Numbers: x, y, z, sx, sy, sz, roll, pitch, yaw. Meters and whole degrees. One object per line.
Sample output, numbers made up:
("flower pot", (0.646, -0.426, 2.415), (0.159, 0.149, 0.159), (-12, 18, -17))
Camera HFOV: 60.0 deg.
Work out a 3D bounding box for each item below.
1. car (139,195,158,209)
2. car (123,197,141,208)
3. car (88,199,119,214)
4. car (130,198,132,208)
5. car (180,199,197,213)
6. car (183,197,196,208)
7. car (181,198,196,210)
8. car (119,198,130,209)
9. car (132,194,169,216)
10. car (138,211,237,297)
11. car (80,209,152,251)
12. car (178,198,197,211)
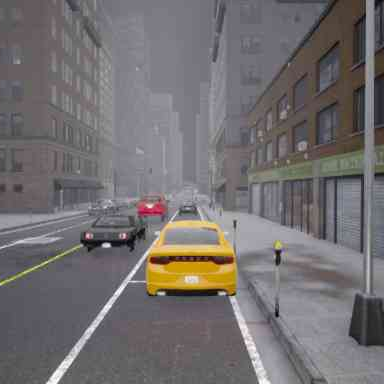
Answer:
("car", (-6.145, 1.376, 47.253), (2.097, 1.767, 4.553), (0, 0, 0))
("car", (-8.918, 1.550, 49.600), (1.887, 1.381, 4.507), (-1, 0, 0))
("car", (-8.920, 1.440, 33.084), (1.967, 1.590, 4.097), (-1, 0, 0))
("car", (-8.918, 1.554, 44.095), (2.008, 1.369, 4.403), (-1, 0, 0))
("car", (-0.393, 1.546, 38.589), (1.887, 1.381, 4.507), (-1, 0, 0))
("car", (-0.394, 1.550, 49.600), (1.887, 1.381, 4.507), (-1, 0, 0))
("car", (-0.393, 1.548, 44.094), (1.887, 1.381, 4.507), (-1, 0, 0))
("car", (-8.918, 1.567, 38.589), (1.947, 1.339, 4.313), (-1, 0, 0))
("car", (-3.143, 1.217, 27.361), (2.150, 2.045, 5.566), (0, 0, 0))
("car", (-0.005, 1.476, 8.651), (1.882, 1.535, 5.008), (0, 0, 0))
("car", (-3.040, 1.598, 14.044), (1.895, 1.301, 4.718), (0, 0, 0))
("car", (-0.393, 1.565, 33.084), (1.947, 1.339, 4.313), (-1, 0, 0))
